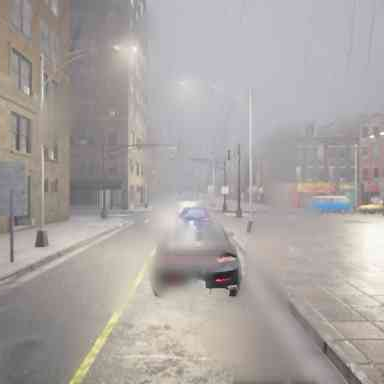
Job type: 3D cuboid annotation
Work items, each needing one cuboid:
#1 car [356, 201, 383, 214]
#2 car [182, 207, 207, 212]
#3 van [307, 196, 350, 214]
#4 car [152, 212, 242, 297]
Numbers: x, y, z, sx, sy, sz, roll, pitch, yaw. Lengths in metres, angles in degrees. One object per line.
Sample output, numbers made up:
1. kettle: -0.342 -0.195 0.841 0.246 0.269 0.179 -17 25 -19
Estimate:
1. car: 19.213 1.498 33.581 4.829 1.417 1.752 0 0 0
2. car: 0.124 1.515 17.811 1.812 1.442 4.674 0 0 1
3. van: 13.771 1.318 33.595 3.998 1.788 1.690 0 0 0
4. car: 0.106 1.486 8.544 2.128 1.511 4.902 0 0 0
